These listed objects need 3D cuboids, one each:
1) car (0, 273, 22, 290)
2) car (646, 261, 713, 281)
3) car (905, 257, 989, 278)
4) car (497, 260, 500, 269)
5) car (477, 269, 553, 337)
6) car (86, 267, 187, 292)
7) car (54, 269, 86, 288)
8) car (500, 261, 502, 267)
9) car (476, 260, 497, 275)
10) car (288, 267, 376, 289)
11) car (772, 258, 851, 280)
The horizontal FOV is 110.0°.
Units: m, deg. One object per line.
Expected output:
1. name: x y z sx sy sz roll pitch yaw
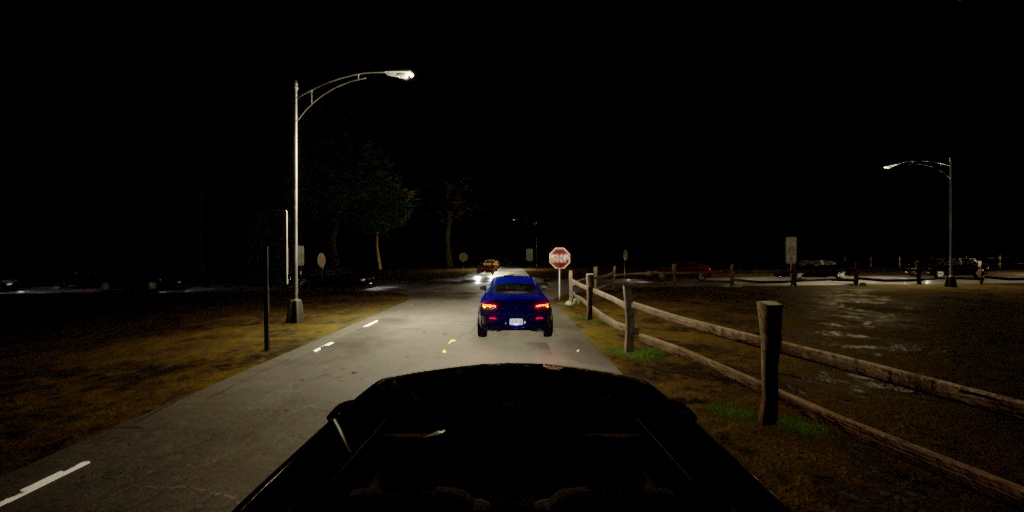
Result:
1. car: -36.315 1.660 24.204 4.902 1.511 2.128 -1 1 0
2. car: 12.551 1.107 27.029 4.674 1.442 1.812 -1 1 2
3. car: 32.578 0.850 26.919 4.892 1.490 1.837 -1 1 0
4. car: -2.955 1.274 49.075 1.882 1.535 5.008 0 0 0
5. car: 0.053 1.276 10.158 1.812 1.442 4.674 0 0 -1
6. car: -24.903 1.517 24.159 5.008 1.535 1.882 -1 1 0
7. car: -31.631 1.643 27.123 4.181 1.385 1.994 -1 1 0
8. car: -2.934 1.378 58.904 2.033 1.411 5.357 0 0 1
9. car: -2.900 1.375 39.719 1.895 1.301 4.718 0 0 -2
10. car: -12.036 1.445 24.014 5.357 1.411 2.033 -1 1 4
11. car: 22.414 0.944 26.961 5.008 1.535 1.882 0 1 0
